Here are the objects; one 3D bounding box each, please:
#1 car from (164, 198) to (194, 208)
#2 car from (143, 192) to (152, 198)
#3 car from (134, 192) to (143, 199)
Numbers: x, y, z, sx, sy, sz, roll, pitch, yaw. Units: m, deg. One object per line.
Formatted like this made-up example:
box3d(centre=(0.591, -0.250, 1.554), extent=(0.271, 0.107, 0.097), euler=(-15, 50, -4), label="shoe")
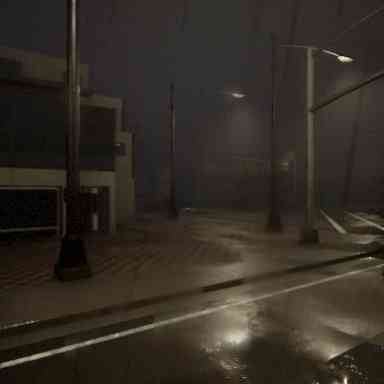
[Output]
box3d(centre=(-1.776, 1.394, 44.304), extent=(1.895, 1.301, 4.718), euler=(0, 1, -36), label="car")
box3d(centre=(-10.806, 0.696, 74.906), extent=(1.994, 1.385, 4.181), euler=(0, 0, -36), label="car")
box3d(centre=(-13.399, 0.671, 72.519), extent=(2.128, 1.511, 4.902), euler=(0, 0, -36), label="car")
